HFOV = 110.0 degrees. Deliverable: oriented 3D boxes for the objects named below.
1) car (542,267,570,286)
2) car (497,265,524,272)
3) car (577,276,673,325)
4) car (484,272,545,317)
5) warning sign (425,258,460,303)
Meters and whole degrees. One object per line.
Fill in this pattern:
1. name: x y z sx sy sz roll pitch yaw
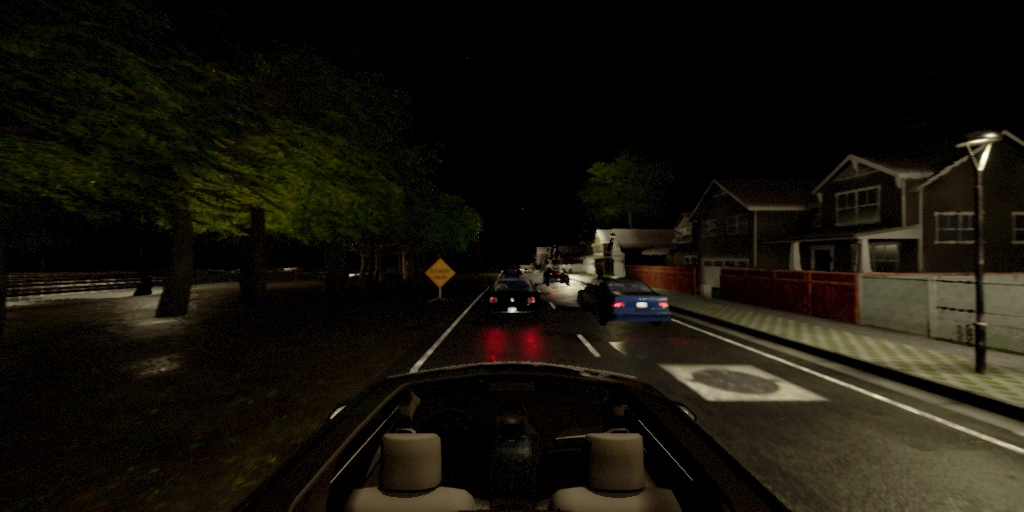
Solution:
1. car: 3.538 1.607 29.326 2.128 1.511 4.902 0 -1 1
2. car: 0.041 1.684 29.540 1.994 1.385 4.181 0 -1 1
3. car: 3.518 1.394 12.175 2.033 1.411 5.357 0 -1 1
4. car: 0.034 1.466 13.699 1.895 1.301 4.718 0 -1 1
5. warning sign: -3.052 1.000 15.218 1.300 1.860 1.060 0 0 0
